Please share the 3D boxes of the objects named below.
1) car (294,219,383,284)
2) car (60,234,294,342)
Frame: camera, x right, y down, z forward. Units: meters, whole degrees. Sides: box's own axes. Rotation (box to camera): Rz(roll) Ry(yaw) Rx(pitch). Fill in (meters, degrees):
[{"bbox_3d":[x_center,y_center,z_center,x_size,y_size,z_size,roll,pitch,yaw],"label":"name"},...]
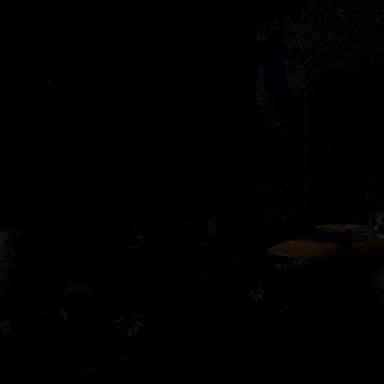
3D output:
[{"bbox_3d":[4.030,1.525,9.577,4.829,1.417,1.752,0,0,-36],"label":"car"},{"bbox_3d":[-0.242,1.566,6.496,4.313,1.339,1.947,0,0,-36],"label":"car"}]
